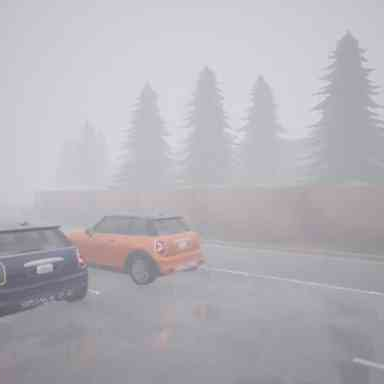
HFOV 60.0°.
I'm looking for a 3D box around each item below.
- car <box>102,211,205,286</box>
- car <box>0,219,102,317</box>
[{"bbox_3d":[-1.923,1.402,9.813,4.553,1.767,2.097,0,0,37],"label":"car"},{"bbox_3d":[-4.316,1.405,7.246,4.553,1.767,2.097,0,0,38],"label":"car"}]
